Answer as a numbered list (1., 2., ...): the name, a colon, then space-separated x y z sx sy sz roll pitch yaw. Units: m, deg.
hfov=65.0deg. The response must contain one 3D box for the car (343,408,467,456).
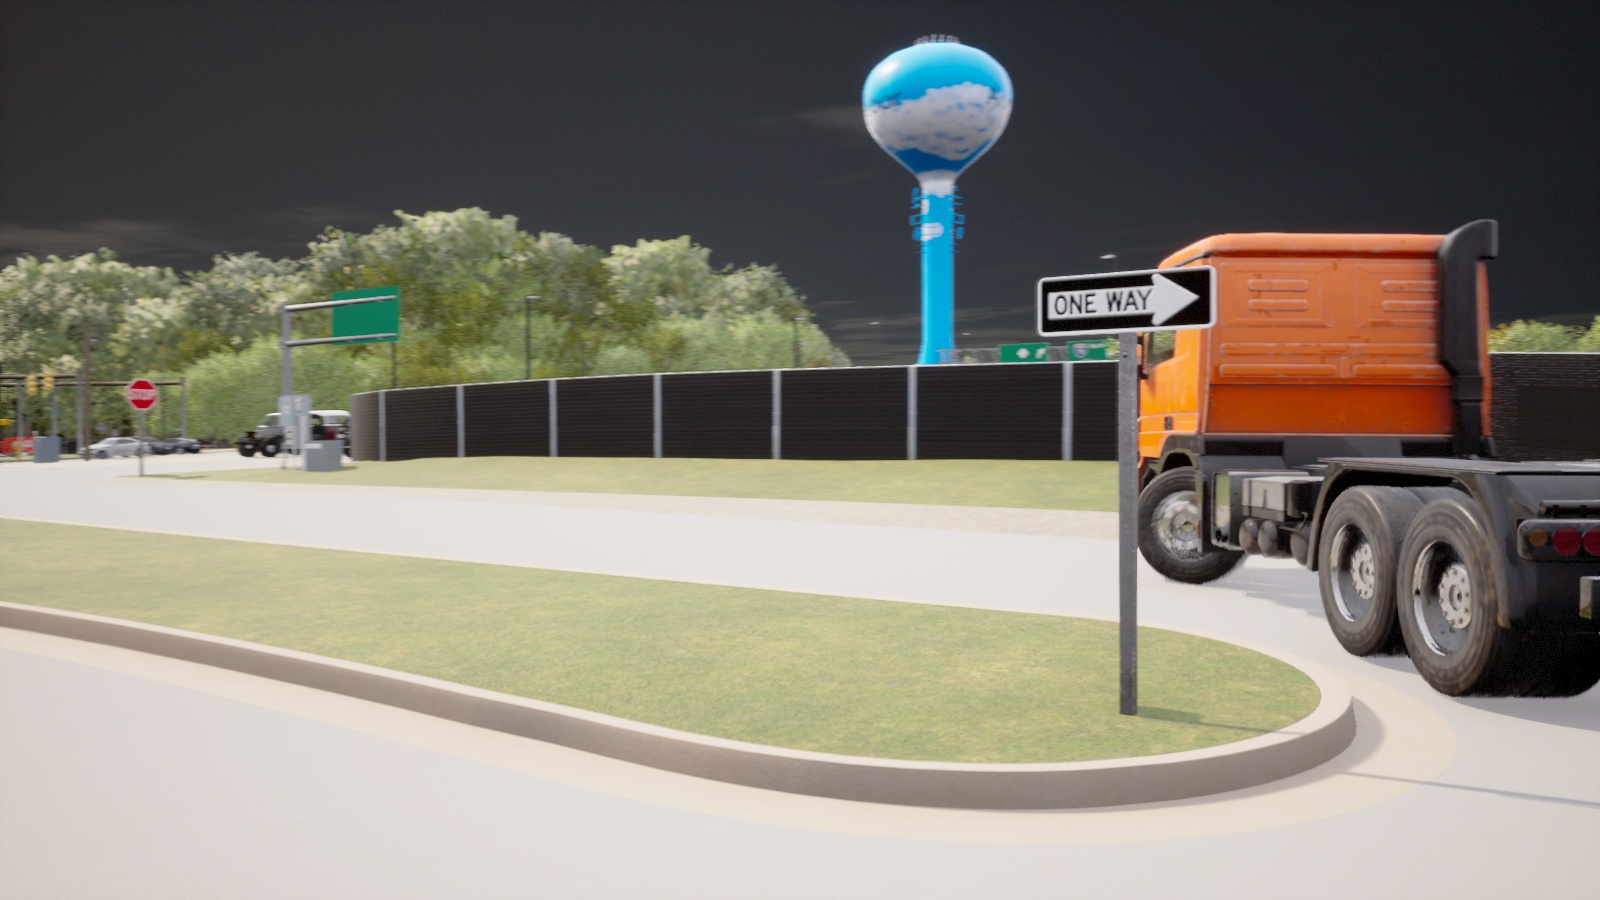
1. car: -16.133 -0.762 51.545 1.932 1.855 4.605 1 2 34

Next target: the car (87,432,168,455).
1. car: -46.721 -0.493 87.328 1.812 1.442 4.674 0 2 28

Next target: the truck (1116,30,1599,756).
1. truck: 5.028 -0.327 9.982 2.891 3.462 7.936 1 1 -1

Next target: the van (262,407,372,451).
1. van: -23.040 -1.028 60.060 2.069 2.038 4.480 1 2 34

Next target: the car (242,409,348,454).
1. car: -22.147 -0.825 55.148 1.905 1.878 3.866 1 2 34
